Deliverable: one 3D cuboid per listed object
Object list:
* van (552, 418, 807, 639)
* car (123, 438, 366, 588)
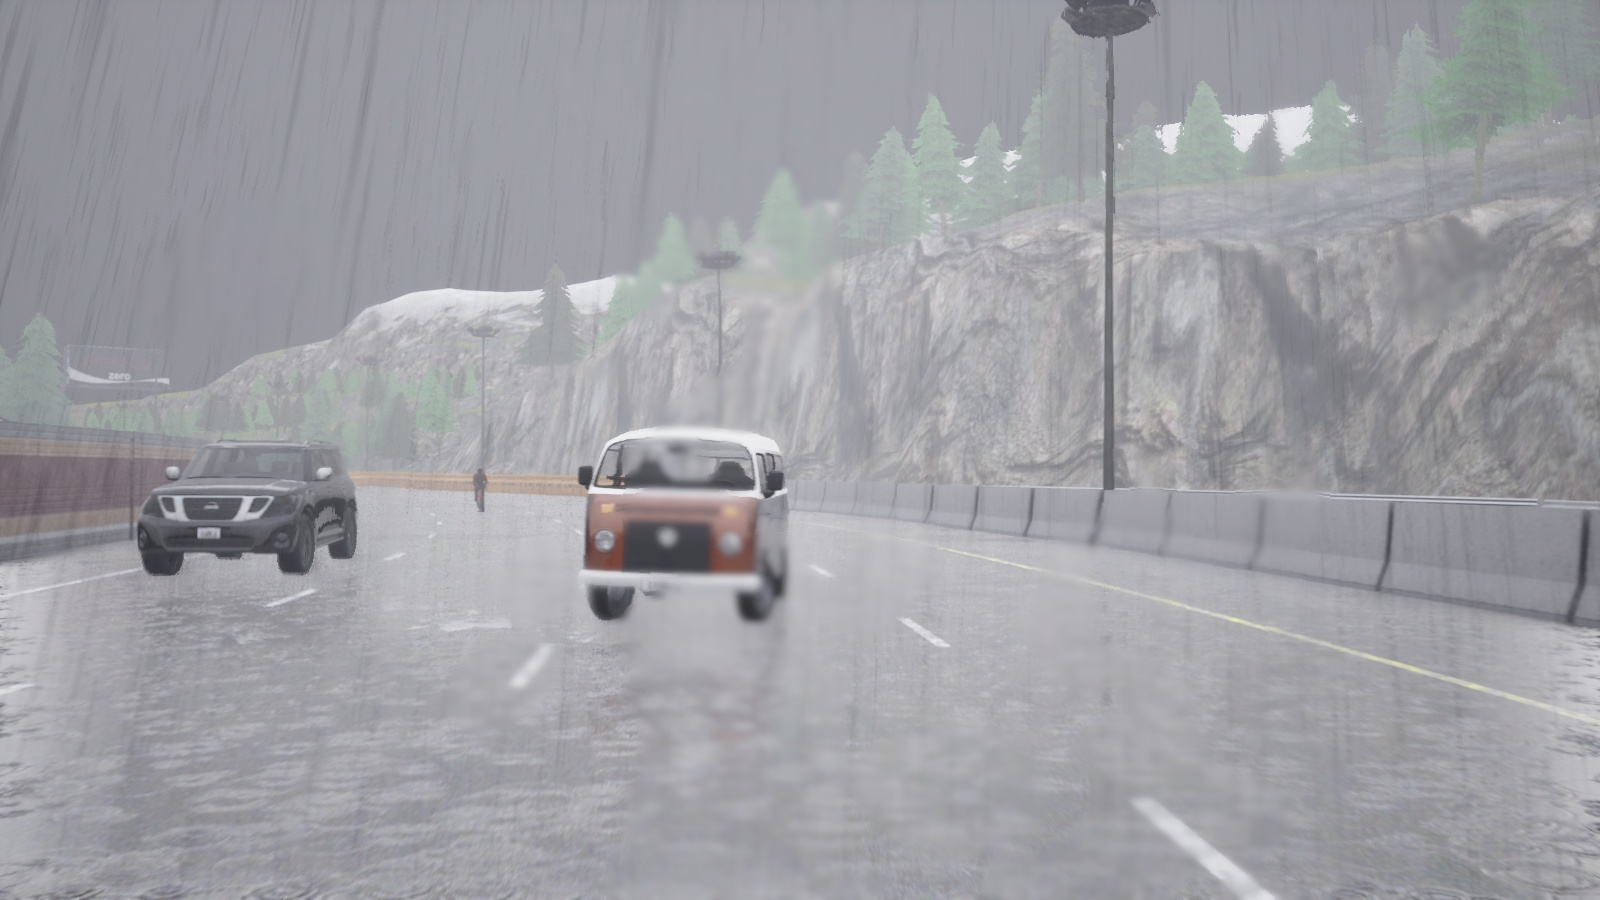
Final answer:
[{"bbox_3d":[-1.128,0.780,14.086,2.069,2.038,4.480,1,-1,4],"label":"van"},{"bbox_3d":[-8.547,0.903,19.975,2.150,2.045,5.566,0,-1,-9],"label":"car"}]
